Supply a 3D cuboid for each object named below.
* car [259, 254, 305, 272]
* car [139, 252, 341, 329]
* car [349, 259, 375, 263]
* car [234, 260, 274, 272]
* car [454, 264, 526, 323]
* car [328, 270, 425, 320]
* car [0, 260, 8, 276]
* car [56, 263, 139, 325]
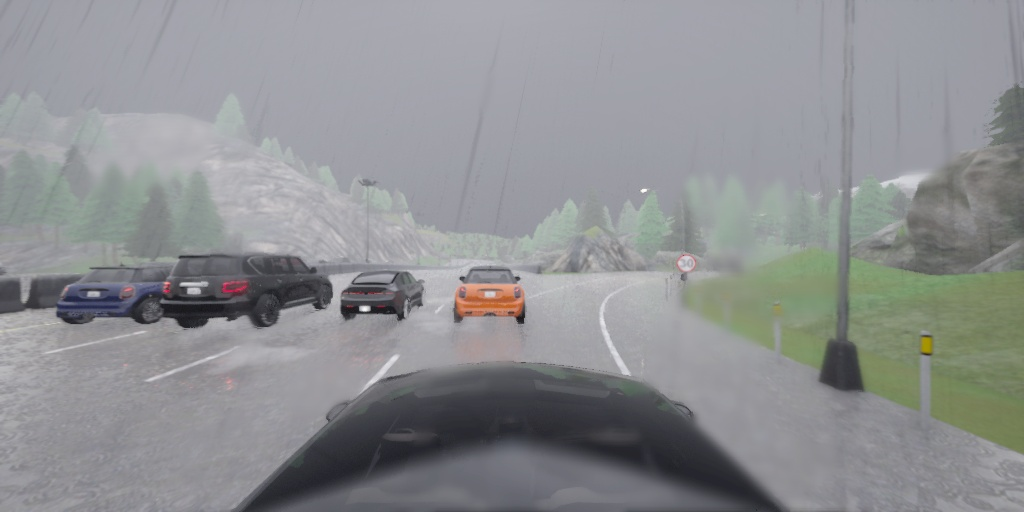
[{"bbox_3d":[-27.435,0.847,43.030,2.150,2.045,5.566,0,-1,-3],"label":"car"},{"bbox_3d":[-7.704,0.925,11.176,2.150,2.045,5.566,0,0,-4],"label":"car"},{"bbox_3d":[-24.939,1.435,60.140,2.097,1.767,4.553,0,-2,-3],"label":"car"},{"bbox_3d":[-30.947,1.172,43.168,1.994,1.385,4.181,0,-1,-3],"label":"car"},{"bbox_3d":[-0.755,1.103,12.296,2.097,1.767,4.553,1,0,-4],"label":"car"},{"bbox_3d":[-4.272,1.224,12.458,1.837,1.490,4.892,1,0,-4],"label":"car"},{"bbox_3d":[-46.619,0.840,31.056,2.150,2.045,5.566,-1,0,-43],"label":"car"},{"bbox_3d":[-11.235,1.032,11.636,2.097,1.767,4.553,0,0,-4],"label":"car"}]
